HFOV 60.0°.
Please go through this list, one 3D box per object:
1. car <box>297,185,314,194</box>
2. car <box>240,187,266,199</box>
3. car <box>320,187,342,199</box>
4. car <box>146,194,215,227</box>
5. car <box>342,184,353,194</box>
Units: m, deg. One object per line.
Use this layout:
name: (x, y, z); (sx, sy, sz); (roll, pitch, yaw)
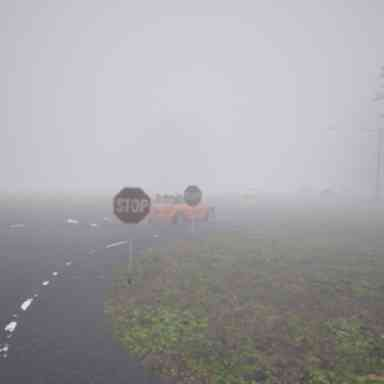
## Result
car: (21.284, -0.505, 62.139); (2.097, 1.767, 4.553); (3, 2, 35)
car: (8.016, 0.135, 43.507); (1.882, 1.535, 5.008); (3, 4, 35)
car: (20.234, 0.189, 48.885); (1.837, 1.490, 4.892); (4, 3, 33)
car: (-0.516, 0.883, 19.447); (2.097, 1.767, 4.553); (3, 3, 35)
car: (34.085, -0.680, 73.113); (2.150, 2.045, 5.566); (3, 3, 31)
